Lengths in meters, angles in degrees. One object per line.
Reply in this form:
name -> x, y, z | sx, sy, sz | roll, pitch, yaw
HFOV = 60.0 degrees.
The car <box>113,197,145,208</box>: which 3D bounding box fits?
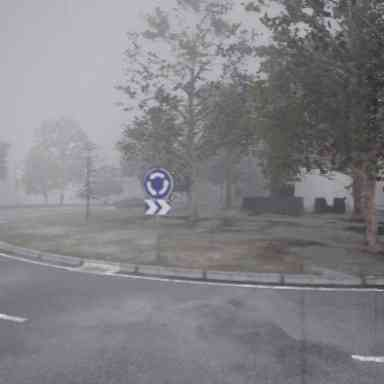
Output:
car -> -8.170, 1.349, 43.659 | 4.181, 1.385, 1.994 | 0, 0, -32
